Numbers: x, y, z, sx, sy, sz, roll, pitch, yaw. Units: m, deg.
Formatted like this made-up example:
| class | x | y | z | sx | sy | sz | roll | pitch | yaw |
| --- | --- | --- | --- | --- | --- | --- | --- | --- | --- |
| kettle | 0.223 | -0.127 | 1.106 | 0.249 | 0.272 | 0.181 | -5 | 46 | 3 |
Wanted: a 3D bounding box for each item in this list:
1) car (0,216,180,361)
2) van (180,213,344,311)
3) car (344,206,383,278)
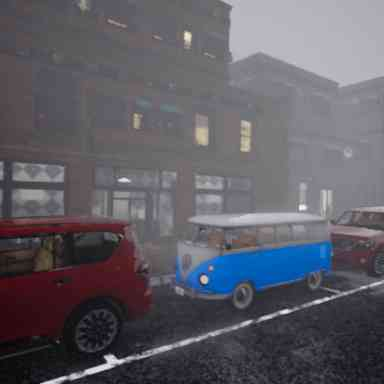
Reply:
| class | x | y | z | sx | sy | sz | roll | pitch | yaw |
| --- | --- | --- | --- | --- | --- | --- | --- | --- | --- |
| car | -2.911 | 1.316 | 4.460 | 5.009 | 1.841 | 2.192 | 1 | 1 | -35 |
| van | 1.490 | 1.395 | 7.601 | 3.998 | 1.788 | 1.690 | 1 | 1 | -35 |
| car | 5.892 | 1.420 | 10.740 | 5.009 | 1.841 | 2.192 | 1 | 1 | -35 |
